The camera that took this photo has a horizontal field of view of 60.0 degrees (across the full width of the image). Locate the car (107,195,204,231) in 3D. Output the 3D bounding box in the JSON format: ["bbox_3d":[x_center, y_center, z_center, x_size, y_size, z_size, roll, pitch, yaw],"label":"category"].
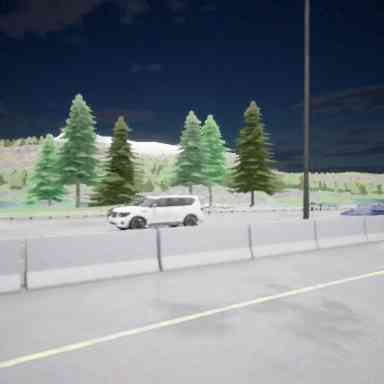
[{"bbox_3d":[-1.900,1.198,19.294,5.566,2.045,2.150,0,0,-32],"label":"car"}]

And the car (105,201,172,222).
[{"bbox_3d":[-4.158,1.467,26.085,4.892,1.490,1.837,0,0,-31],"label":"car"}]

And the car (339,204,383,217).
[{"bbox_3d":[12.379,1.559,23.198,4.674,1.442,1.812,0,0,-26],"label":"car"}]
